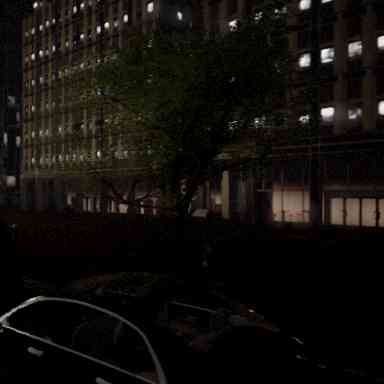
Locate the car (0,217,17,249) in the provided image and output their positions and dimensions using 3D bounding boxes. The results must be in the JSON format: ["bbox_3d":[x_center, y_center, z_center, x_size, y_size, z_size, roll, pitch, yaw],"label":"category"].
[{"bbox_3d":[-5.391,1.280,6.609,5.009,1.841,2.192,0,0,35],"label":"car"}]

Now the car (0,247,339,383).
[{"bbox_3d":[-0.857,1.539,3.455,4.403,1.369,2.008,0,0,35],"label":"car"}]
